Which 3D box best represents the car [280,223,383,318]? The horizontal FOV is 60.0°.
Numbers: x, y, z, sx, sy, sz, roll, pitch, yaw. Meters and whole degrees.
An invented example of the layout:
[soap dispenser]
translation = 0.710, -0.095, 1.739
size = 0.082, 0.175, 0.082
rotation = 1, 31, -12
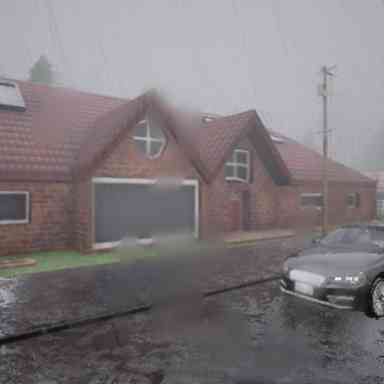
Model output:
[car]
translation = 4.035, 1.482, 7.454
size = 4.902, 1.511, 2.128
rotation = 0, 0, -35
